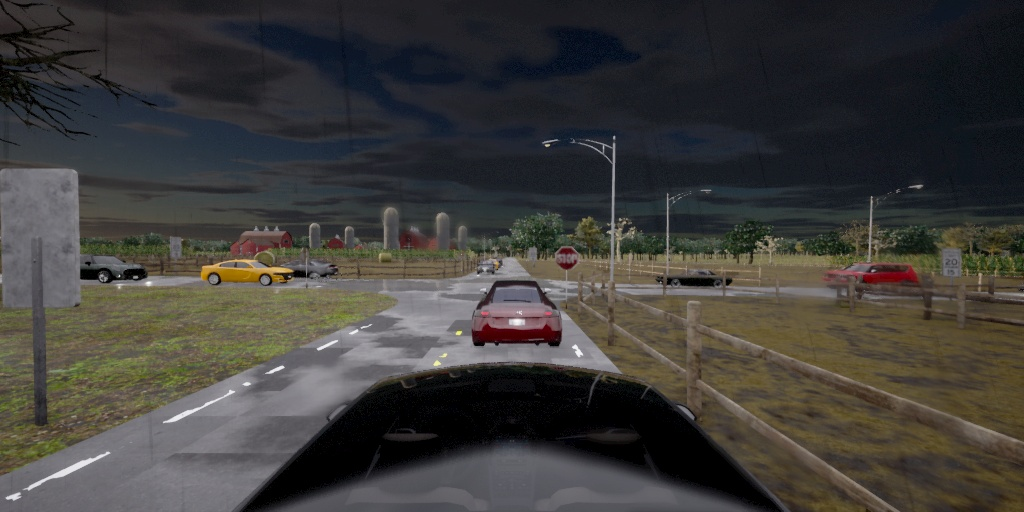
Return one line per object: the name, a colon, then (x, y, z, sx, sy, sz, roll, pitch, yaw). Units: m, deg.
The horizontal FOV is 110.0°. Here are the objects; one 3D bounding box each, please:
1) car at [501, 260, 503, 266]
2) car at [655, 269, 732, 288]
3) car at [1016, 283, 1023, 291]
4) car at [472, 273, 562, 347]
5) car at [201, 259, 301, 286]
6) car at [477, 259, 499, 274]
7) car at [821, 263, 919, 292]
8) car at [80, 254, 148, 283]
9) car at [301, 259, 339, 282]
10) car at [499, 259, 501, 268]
car: (-2.838, 1.248, 59.328, 1.994, 1.385, 4.181, 0, 0, 0)
car: (12.748, 1.595, 25.408, 4.718, 1.301, 1.895, 1, 1, 0)
car: (39.737, 2.174, 25.538, 5.357, 1.411, 2.033, 2, 1, 0)
car: (0.098, 1.311, 9.290, 1.994, 1.385, 4.181, 0, 0, 0)
car: (-16.329, 0.979, 22.283, 5.008, 1.535, 1.882, 1, 1, 0)
car: (-2.814, 1.210, 39.880, 2.128, 1.511, 4.902, 0, 0, -1)
car: (25.370, 1.495, 25.480, 5.566, 2.045, 2.150, 2, 1, -1)
car: (-25.575, 0.702, 22.229, 4.553, 1.767, 2.097, 1, 1, 0)
car: (-14.805, 0.973, 25.245, 4.902, 1.511, 2.128, 1, 1, 0)
car: (-2.847, 1.181, 49.277, 1.882, 1.535, 5.008, 0, 0, 0)
